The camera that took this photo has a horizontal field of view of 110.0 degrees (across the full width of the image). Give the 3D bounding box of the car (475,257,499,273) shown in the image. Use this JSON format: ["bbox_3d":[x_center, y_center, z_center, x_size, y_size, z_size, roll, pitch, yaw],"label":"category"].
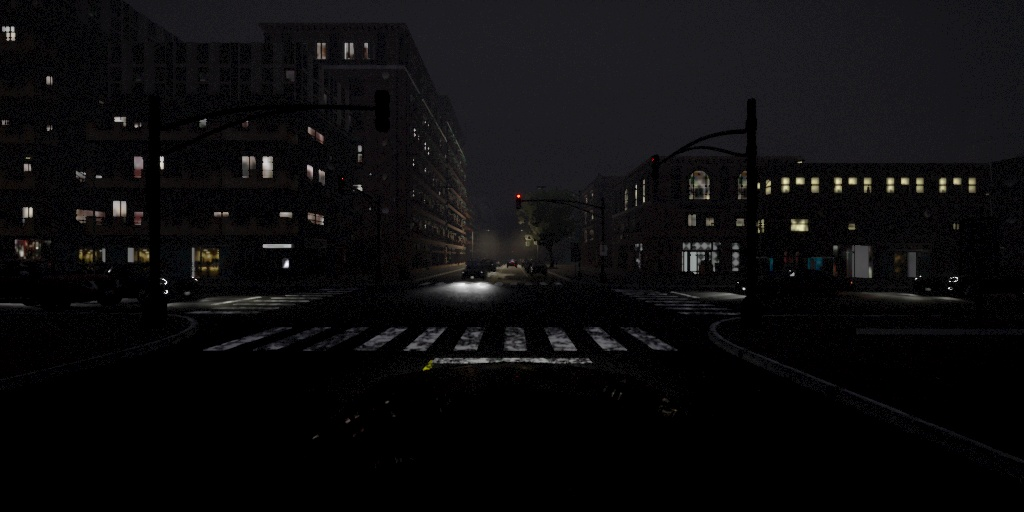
[{"bbox_3d":[-3.095,1.145,45.381,2.097,1.767,4.553,0,0,0],"label":"car"}]

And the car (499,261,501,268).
[{"bbox_3d":[-3.032,1.356,64.771,1.812,1.442,4.674,0,0,1],"label":"car"}]

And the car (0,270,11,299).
[{"bbox_3d":[-25.582,1.274,15.653,4.718,1.301,1.895,0,0,0],"label":"car"}]

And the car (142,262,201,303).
[{"bbox_3d":[-16.526,1.053,15.739,4.553,1.767,2.097,0,0,-1],"label":"car"}]

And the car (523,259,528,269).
[{"bbox_3d":[2.693,1.228,42.538,1.967,1.591,4.097,0,0,0],"label":"car"}]

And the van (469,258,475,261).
[{"bbox_3d":[-5.688,1.149,53.933,1.690,1.789,3.998,0,0,0],"label":"van"}]

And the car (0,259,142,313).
[{"bbox_3d":[-17.276,1.013,13.123,5.009,1.841,2.192,0,0,0],"label":"car"}]

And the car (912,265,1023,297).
[{"bbox_3d":[24.524,1.219,19.206,4.553,1.767,2.097,0,0,0],"label":"car"}]

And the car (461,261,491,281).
[{"bbox_3d":[-3.099,1.370,30.179,1.895,1.301,4.718,0,0,0],"label":"car"}]

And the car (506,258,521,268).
[{"bbox_3d":[0.003,1.319,63.198,2.128,1.511,4.902,0,0,0],"label":"car"}]

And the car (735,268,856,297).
[{"bbox_3d":[15.025,1.372,19.140,5.357,1.411,2.033,0,0,0],"label":"car"}]

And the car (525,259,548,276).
[{"bbox_3d":[2.692,1.330,36.841,2.007,1.370,4.403,0,0,0],"label":"car"}]
